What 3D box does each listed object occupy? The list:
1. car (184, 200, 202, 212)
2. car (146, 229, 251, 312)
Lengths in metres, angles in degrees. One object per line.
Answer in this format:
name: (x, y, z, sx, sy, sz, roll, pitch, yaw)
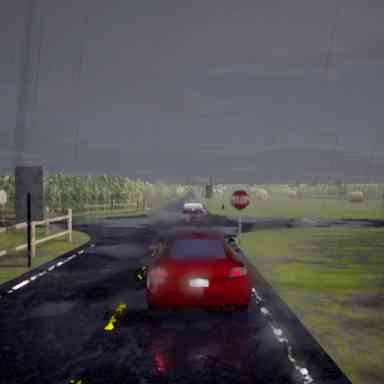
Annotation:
car: (0.122, 1.538, 37.248, 1.895, 1.301, 4.718, 0, 0, 0)
car: (0.109, 1.556, 7.804, 1.994, 1.385, 4.181, 0, 0, 0)
